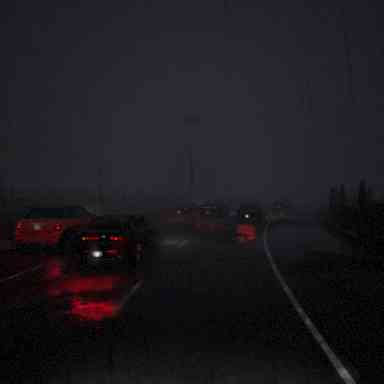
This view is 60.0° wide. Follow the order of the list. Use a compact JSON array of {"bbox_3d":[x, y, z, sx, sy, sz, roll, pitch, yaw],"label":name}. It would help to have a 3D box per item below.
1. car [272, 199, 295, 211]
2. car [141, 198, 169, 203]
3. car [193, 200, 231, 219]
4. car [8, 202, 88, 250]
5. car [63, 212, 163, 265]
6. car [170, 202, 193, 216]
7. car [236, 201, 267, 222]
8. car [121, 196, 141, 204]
[{"bbox_3d":[11.243,1.560,41.189,1.812,1.442,4.674,0,0,28],"label":"car"},{"bbox_3d":[-5.023,1.189,48.336,1.994,1.385,4.181,0,0,28],"label":"car"},{"bbox_3d":[2.117,1.497,29.549,2.128,1.511,4.902,0,0,19],"label":"car"},{"bbox_3d":[-5.432,1.334,14.491,2.097,1.767,4.553,0,0,9],"label":"car"},{"bbox_3d":[-2.355,1.497,11.783,1.837,1.490,4.892,0,0,8],"label":"car"},{"bbox_3d":[-0.384,1.598,32.901,1.895,1.301,4.718,0,0,21],"label":"car"},{"bbox_3d":[4.740,1.517,26.419,1.837,1.490,4.892,0,-1,18],"label":"car"},{"bbox_3d":[-8.616,1.329,49.036,1.994,1.385,4.181,0,0,28],"label":"car"}]
